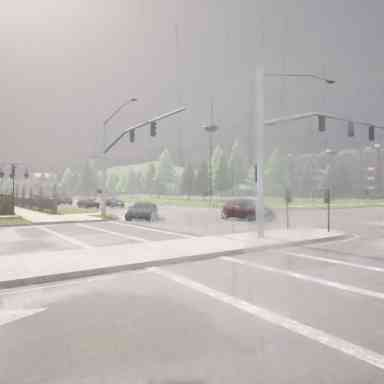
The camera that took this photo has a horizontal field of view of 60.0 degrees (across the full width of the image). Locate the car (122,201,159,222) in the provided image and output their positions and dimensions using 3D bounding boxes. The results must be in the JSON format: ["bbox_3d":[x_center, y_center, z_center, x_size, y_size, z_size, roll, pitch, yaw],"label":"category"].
[{"bbox_3d":[-3.769,1.506,26.354,1.837,1.490,4.892,3,0,3],"label":"car"}]

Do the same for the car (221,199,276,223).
[{"bbox_3d":[4.366,1.352,26.033,2.097,1.767,4.553,0,0,-36],"label":"car"}]

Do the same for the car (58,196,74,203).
[{"bbox_3d":[-25.543,1.543,67.350,1.994,1.385,4.181,0,0,-36],"label":"car"}]

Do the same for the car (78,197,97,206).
[{"bbox_3d":[-17.828,1.564,56.602,1.994,1.385,4.181,0,0,-36],"label":"car"}]

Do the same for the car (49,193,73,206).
[{"bbox_3d":[-21.982,1.212,56.387,2.150,2.045,5.566,0,1,-35],"label":"car"}]

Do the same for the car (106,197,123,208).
[{"bbox_3d":[-11.342,1.491,47.647,2.128,1.511,4.902,0,0,-36],"label":"car"}]

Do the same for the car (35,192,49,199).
[{"bbox_3d":[-30.961,1.072,68.850,2.150,2.045,5.566,0,0,-36],"label":"car"}]

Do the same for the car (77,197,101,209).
[{"bbox_3d":[-14.149,1.601,45.552,1.895,1.301,4.718,0,0,-36],"label":"car"}]
